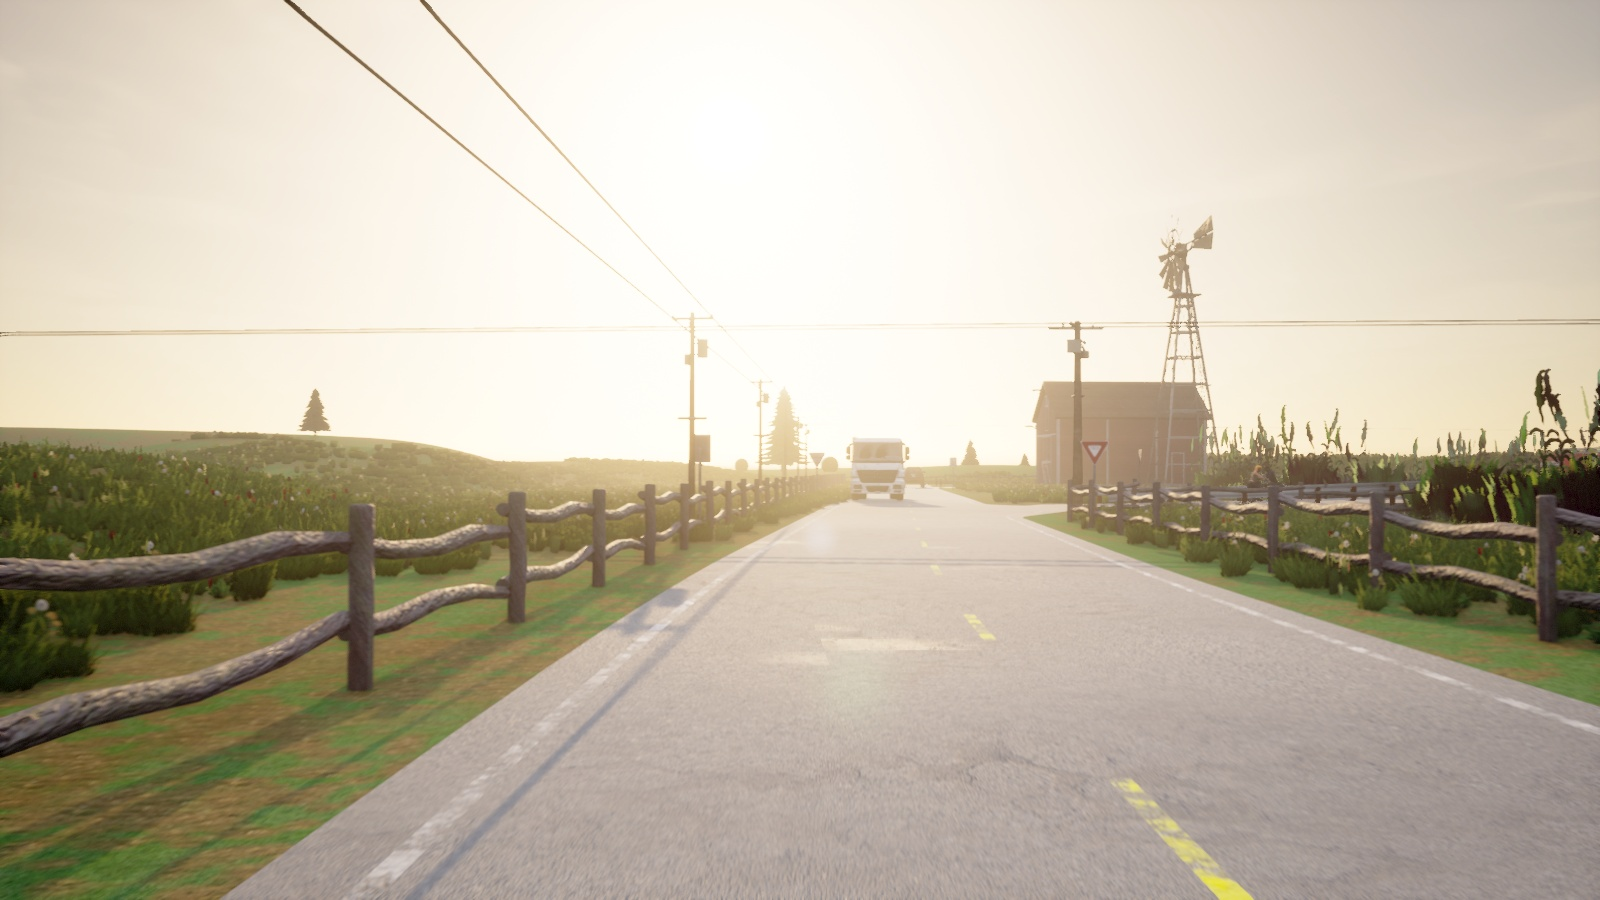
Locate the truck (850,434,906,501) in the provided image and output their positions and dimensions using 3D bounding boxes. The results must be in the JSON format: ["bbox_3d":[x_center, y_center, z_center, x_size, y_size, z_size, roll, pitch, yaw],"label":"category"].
[{"bbox_3d":[4.347,0.980,69.537,2.891,3.462,7.936,0,-1,4],"label":"truck"}]
